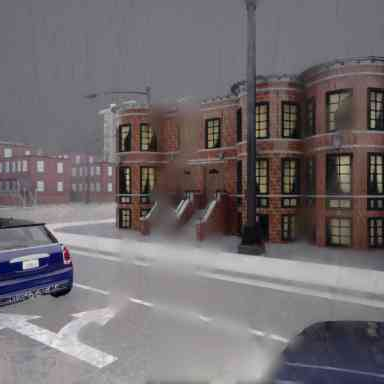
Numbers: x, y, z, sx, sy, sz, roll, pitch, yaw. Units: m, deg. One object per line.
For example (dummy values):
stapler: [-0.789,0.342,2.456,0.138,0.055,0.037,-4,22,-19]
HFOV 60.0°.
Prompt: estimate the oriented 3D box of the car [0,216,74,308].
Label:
car: [-4.716,1.352,7.355,4.553,1.767,2.097,0,0,35]

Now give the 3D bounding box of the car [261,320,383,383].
car: [3.056,1.547,1.809,5.357,1.411,2.033,0,0,36]
